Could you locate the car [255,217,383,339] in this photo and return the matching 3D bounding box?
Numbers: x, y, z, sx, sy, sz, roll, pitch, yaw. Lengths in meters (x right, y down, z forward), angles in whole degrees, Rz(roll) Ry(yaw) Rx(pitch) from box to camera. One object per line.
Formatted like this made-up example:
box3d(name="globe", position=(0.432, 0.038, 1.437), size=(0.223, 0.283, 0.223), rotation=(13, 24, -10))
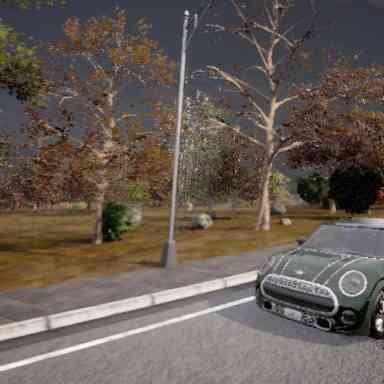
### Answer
box3d(name="car", position=(3.348, 1.365, 6.764), size=(4.553, 1.767, 2.097), rotation=(0, 0, -39))
